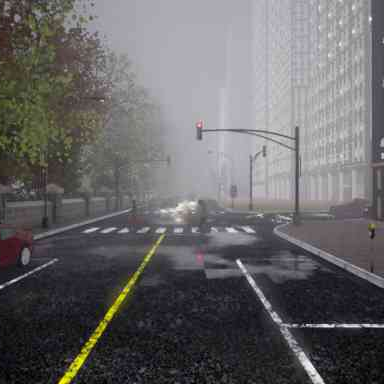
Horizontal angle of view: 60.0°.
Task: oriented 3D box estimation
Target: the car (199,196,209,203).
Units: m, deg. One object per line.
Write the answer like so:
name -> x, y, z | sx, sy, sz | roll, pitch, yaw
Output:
car -> 2.675, 1.606, 74.757 | 1.887, 1.381, 4.507 | 0, 0, 0

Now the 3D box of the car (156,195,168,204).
car -> -5.703, 1.485, 63.490 | 1.967, 1.590, 4.097 | 0, 0, 0

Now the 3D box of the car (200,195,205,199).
car -> 2.679, 1.597, 52.226 | 1.947, 1.339, 4.313 | 0, 0, 0

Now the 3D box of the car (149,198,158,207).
car -> -5.701, 1.613, 52.224 | 1.802, 1.307, 4.206 | 0, 0, 0

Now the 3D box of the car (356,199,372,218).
car -> 14.668, 1.282, 24.005 | 4.313, 1.339, 1.947 | -1, 1, 0

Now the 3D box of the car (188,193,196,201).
car -> -0.020, 1.177, 83.910 | 2.150, 2.045, 5.566 | 0, 0, 0

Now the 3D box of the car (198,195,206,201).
car -> 2.672, 1.521, 86.020 | 1.967, 1.590, 4.097 | 0, 0, 0

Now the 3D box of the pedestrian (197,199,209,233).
pedestrian -> 0.603, 1.299, 17.885 | 0.375, 1.860, 0.375 | 0, 0, 0

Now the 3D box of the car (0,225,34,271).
car -> -5.819, 1.546, 8.673 | 1.887, 1.381, 4.507 | 0, 0, 0

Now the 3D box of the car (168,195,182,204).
car -> -3.098, 1.526, 55.168 | 2.128, 1.511, 4.902 | 0, 0, 0

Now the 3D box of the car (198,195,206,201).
car -> 2.670, 1.642, 91.653 | 2.008, 1.369, 4.403 | 0, 0, 0

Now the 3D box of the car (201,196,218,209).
car -> 2.680, 1.592, 46.594 | 1.947, 1.339, 4.313 | 0, 0, 0

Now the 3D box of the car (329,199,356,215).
car -> 14.599, 1.308, 29.806 | 4.181, 1.385, 1.994 | -1, 0, 0

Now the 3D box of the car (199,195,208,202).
car -> 2.673, 1.511, 80.389 | 1.967, 1.590, 4.097 | 0, 0, 0

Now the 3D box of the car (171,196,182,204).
car -> -3.050, 1.574, 66.067 | 1.812, 1.442, 4.674 | 0, 0, 1

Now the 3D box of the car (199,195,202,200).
car -> 2.678, 1.604, 57.859 | 1.947, 1.339, 4.313 | 0, 0, 0

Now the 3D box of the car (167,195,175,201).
car -> -5.711, 1.636, 91.651 | 1.887, 1.381, 4.507 | 0, 0, 0

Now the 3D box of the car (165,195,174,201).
car -> -5.708, 1.521, 86.018 | 1.967, 1.590, 4.097 | 0, 0, 0

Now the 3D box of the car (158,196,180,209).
car -> -3.101, 1.588, 44.745 | 1.994, 1.385, 4.181 | 0, 0, 0

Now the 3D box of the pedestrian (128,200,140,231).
pedestrian -> -3.342, 1.299, 19.148 | 0.375, 1.860, 0.375 | 0, 0, 0

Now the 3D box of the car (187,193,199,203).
car -> -0.017, 1.590, 73.463 | 2.033, 1.411, 5.357 | 0, 0, 0

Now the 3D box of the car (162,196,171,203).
car -> -5.706, 1.586, 74.585 | 1.752, 1.417, 4.829 | 0, 0, 0
